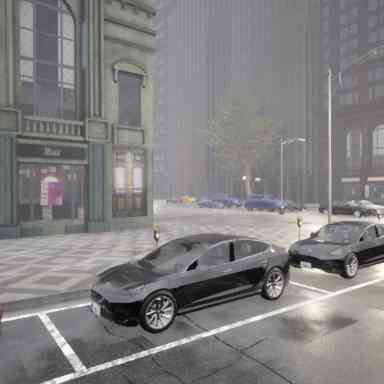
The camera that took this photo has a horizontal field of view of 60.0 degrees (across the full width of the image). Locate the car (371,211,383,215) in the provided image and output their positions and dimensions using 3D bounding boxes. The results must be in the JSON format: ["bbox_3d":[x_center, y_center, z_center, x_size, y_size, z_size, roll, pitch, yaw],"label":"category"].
[{"bbox_3d":[9.368,1.552,13.321,4.403,1.369,2.008,0,0,-35],"label":"car"}]

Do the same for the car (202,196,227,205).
[{"bbox_3d":[4.173,1.591,63.092,1.882,1.535,5.008,0,0,-35],"label":"car"}]

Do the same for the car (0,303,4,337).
[{"bbox_3d":[-4.404,1.582,3.509,4.206,1.307,1.802,0,0,-35],"label":"car"}]

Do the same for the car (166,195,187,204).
[{"bbox_3d":[-3.590,1.681,68.308,1.812,1.442,4.674,0,0,-36],"label":"car"}]

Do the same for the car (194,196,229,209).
[{"bbox_3d":[2.719,1.654,48.165,1.812,1.442,4.674,0,0,-35],"label":"car"}]

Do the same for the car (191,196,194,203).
[{"bbox_3d":[2.524,1.602,59.826,1.882,1.535,5.008,0,0,-35],"label":"car"}]

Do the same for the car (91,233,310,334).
[{"bbox_3d":[0.187,1.566,6.780,4.313,1.339,1.947,0,0,-35],"label":"car"}]

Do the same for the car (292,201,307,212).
[{"bbox_3d":[11.562,1.630,41.383,2.033,1.411,5.357,0,0,-35],"label":"car"}]

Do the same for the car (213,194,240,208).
[{"bbox_3d":[5.231,1.335,50.242,2.150,2.045,5.566,0,0,-36],"label":"car"}]

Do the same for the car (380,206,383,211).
[{"bbox_3d":[17.206,1.581,33.490,1.812,1.442,4.674,0,0,-33],"label":"car"}]

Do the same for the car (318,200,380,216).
[{"bbox_3d":[14.561,1.548,31.596,1.882,1.535,5.008,0,0,-37],"label":"car"}]

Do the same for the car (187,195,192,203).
[{"bbox_3d":[-1.191,1.469,70.538,1.882,1.535,5.008,0,0,-36],"label":"car"}]

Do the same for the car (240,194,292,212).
[{"bbox_3d":[8.723,1.320,39.760,2.150,2.045,5.566,0,0,-36],"label":"car"}]

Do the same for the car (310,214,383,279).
[{"bbox_3d":[4.777,1.566,10.050,4.313,1.339,1.947,0,0,-35],"label":"car"}]
